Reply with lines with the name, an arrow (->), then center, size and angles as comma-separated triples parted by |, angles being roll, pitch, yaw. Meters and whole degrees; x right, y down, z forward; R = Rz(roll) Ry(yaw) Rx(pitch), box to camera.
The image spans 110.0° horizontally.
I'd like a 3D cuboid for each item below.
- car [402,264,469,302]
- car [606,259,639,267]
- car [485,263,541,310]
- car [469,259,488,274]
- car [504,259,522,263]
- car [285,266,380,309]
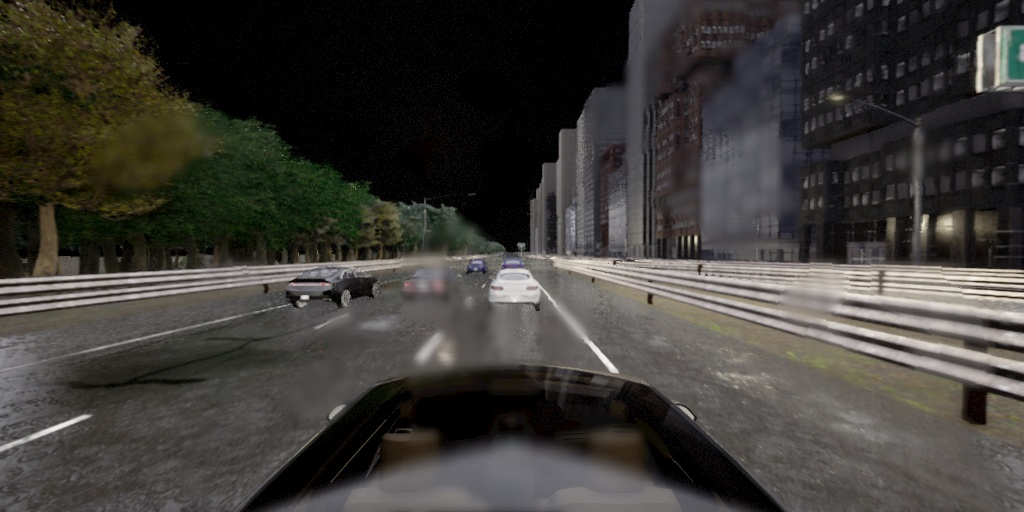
car -> -3.415, 1.194, 16.318 | 2.033, 1.411, 5.357 | 0, 0, 0
car -> 12.594, 1.055, 41.353 | 1.837, 1.490, 4.892 | 0, 0, -16
car -> 0.092, 1.187, 14.014 | 1.812, 1.442, 4.674 | 0, 0, 0
car -> -3.424, 1.040, 36.009 | 1.812, 1.442, 4.674 | 0, 0, 0
car -> 0.081, 1.016, 32.196 | 1.882, 1.535, 5.008 | 0, 0, 0
car -> -6.909, 1.153, 14.376 | 2.128, 1.511, 4.902 | 0, 0, 0
